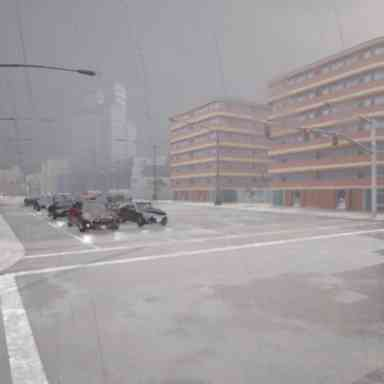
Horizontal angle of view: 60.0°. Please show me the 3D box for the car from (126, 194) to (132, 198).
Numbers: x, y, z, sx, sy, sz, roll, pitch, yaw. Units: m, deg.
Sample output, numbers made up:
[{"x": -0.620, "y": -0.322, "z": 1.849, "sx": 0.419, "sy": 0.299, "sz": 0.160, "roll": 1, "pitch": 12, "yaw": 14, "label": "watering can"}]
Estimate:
[{"x": -11.549, "y": 1.027, "z": 55.793, "sx": 2.128, "sy": 1.511, "sz": 4.902, "roll": 0, "pitch": 1, "yaw": -32, "label": "car"}]

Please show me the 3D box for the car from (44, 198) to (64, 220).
[{"x": -10.531, "y": 1.451, "z": 27.317, "sx": 1.994, "sy": 1.385, "sz": 4.181, "roll": 0, "pitch": 1, "yaw": -31, "label": "car"}]

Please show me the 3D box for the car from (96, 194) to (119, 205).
[{"x": -13.213, "y": 1.071, "z": 51.656, "sx": 2.128, "sy": 1.511, "sz": 4.902, "roll": 0, "pitch": 1, "yaw": -32, "label": "car"}]

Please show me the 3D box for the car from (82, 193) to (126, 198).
[{"x": -8.002, "y": 1.218, "z": 29.876, "sx": 2.097, "sy": 1.767, "sz": 4.553, "roll": 0, "pitch": 1, "yaw": -32, "label": "car"}]

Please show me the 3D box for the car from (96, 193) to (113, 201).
[{"x": -17.053, "y": 0.956, "z": 64.603, "sx": 1.837, "sy": 1.490, "sz": 4.892, "roll": 0, "pitch": 0, "yaw": -32, "label": "car"}]

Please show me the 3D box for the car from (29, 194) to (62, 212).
[{"x": -15.876, "y": 1.254, "z": 35.903, "sx": 2.128, "sy": 1.511, "sz": 4.902, "roll": 0, "pitch": 1, "yaw": -32, "label": "car"}]

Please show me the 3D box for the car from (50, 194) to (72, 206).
[{"x": -18.543, "y": 1.109, "z": 46.870, "sx": 2.128, "sy": 1.511, "sz": 4.902, "roll": 0, "pitch": 1, "yaw": -31, "label": "car"}]

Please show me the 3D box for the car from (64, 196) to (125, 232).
[{"x": -5.973, "y": 1.316, "z": 19.992, "sx": 2.097, "sy": 1.767, "sz": 4.553, "roll": 0, "pitch": 1, "yaw": -32, "label": "car"}]

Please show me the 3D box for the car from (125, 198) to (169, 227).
[{"x": -3.308, "y": 1.437, "z": 22.329, "sx": 2.128, "sy": 1.511, "sz": 4.902, "roll": 0, "pitch": 1, "yaw": -32, "label": "car"}]

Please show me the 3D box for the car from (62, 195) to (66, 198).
[{"x": -13.278, "y": 1.307, "z": 38.353, "sx": 1.994, "sy": 1.385, "sz": 4.181, "roll": 0, "pitch": 1, "yaw": -32, "label": "car"}]

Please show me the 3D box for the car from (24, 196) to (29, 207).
[{"x": -21.308, "y": 1.234, "z": 44.685, "sx": 1.895, "sy": 1.301, "sz": 4.718, "roll": 0, "pitch": 1, "yaw": -31, "label": "car"}]
